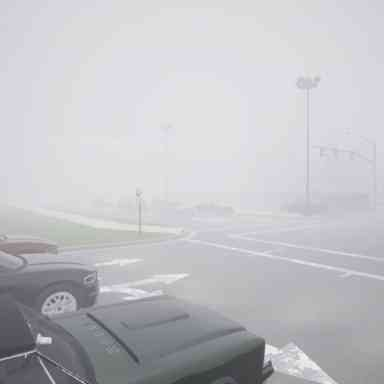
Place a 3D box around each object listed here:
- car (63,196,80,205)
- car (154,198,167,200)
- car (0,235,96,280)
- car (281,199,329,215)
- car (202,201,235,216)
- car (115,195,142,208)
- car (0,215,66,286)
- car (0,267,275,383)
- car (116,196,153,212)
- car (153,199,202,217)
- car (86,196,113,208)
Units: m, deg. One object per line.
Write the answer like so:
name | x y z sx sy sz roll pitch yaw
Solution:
car | -21.538 1.478 59.468 1.882 1.535 5.008 0 0 -35
car | -3.434 1.505 40.337 1.837 1.490 4.892 0 0 -36
car | -3.994 1.478 5.215 5.008 1.535 1.882 0 0 -35
car | 11.425 1.477 33.909 1.882 1.535 5.008 0 0 -36
car | 2.041 1.601 32.847 1.895 1.301 4.718 0 0 -36
car | -9.301 1.352 48.377 2.097 1.767 4.553 0 0 -36
car | -5.934 1.478 8.133 5.008 1.535 1.882 0 0 -35
car | -1.535 1.601 2.665 4.718 1.301 1.895 0 0 -35
car | -6.833 1.352 39.057 2.097 1.767 4.553 0 0 -36
car | -1.502 1.601 31.763 1.895 1.301 4.718 0 0 -36
car | -12.948 1.478 47.452 1.882 1.535 5.008 0 0 -36
